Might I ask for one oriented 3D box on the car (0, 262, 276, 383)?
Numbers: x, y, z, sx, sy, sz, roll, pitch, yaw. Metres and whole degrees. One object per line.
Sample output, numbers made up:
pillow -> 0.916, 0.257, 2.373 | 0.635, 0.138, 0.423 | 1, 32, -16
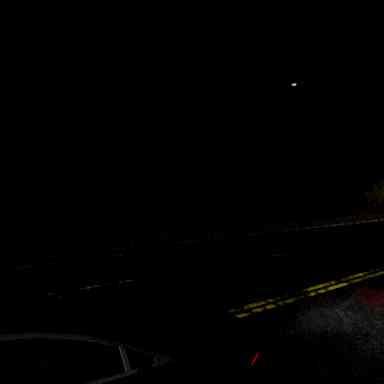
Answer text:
car -> -1.434, 1.492, 2.440 | 4.902, 1.511, 2.128 | 0, 0, -36

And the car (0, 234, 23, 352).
car -> -4.880, 1.526, 4.218 | 4.674, 1.442, 1.812 | 0, 0, -35
